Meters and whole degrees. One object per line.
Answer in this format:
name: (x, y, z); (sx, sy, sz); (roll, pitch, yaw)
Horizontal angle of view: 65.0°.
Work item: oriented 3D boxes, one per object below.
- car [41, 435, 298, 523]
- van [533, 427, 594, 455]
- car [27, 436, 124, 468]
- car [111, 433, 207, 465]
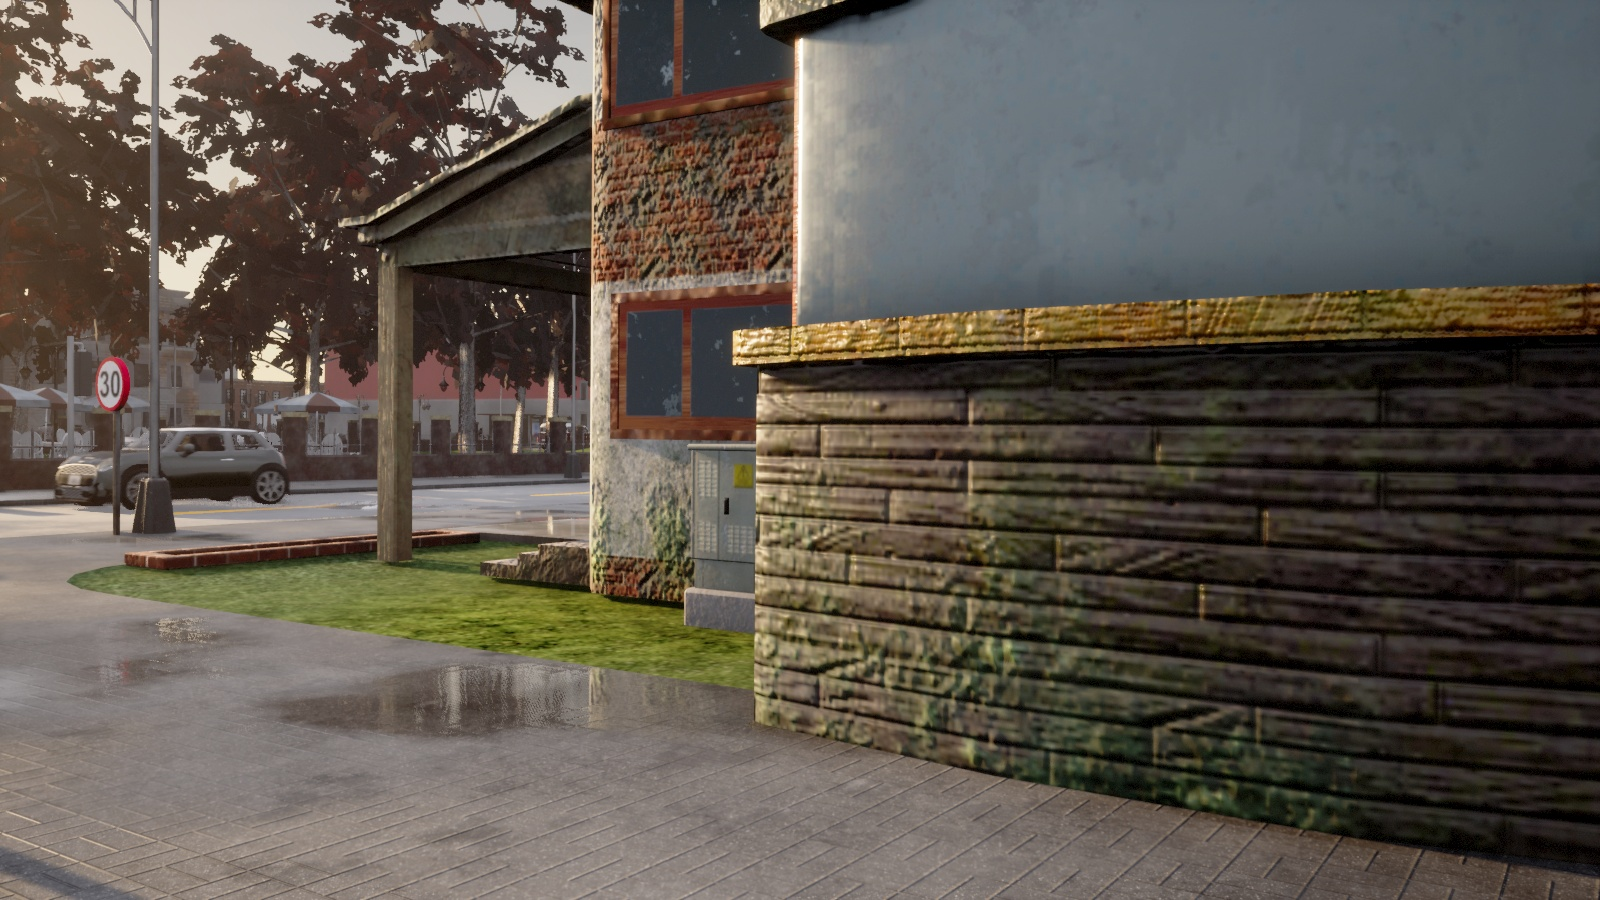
car: (-11.688, 0.482, 23.486); (1.970, 1.475, 3.806); (0, 1, 33)
van: (-18.045, -0.693, 96.037); (2.069, 2.038, 4.480); (0, 1, 34)
car: (-37.940, 0.074, 65.874); (1.851, 1.617, 3.988); (0, 1, 33)
car: (-37.571, -0.076, 73.706); (2.097, 1.767, 4.553); (0, 1, 33)
